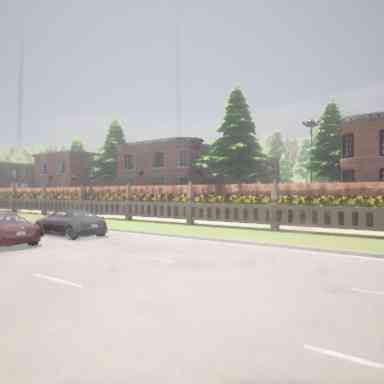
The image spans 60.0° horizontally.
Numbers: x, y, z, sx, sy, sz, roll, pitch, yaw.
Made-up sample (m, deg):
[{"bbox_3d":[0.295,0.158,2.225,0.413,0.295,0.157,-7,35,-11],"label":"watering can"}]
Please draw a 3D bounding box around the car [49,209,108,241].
[{"bbox_3d":[-6.236,1.571,16.916,4.181,1.385,1.994,0,0,36],"label":"car"}]

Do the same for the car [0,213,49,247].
[{"bbox_3d":[-8.269,1.571,14.066,4.181,1.385,1.994,0,0,36],"label":"car"}]
